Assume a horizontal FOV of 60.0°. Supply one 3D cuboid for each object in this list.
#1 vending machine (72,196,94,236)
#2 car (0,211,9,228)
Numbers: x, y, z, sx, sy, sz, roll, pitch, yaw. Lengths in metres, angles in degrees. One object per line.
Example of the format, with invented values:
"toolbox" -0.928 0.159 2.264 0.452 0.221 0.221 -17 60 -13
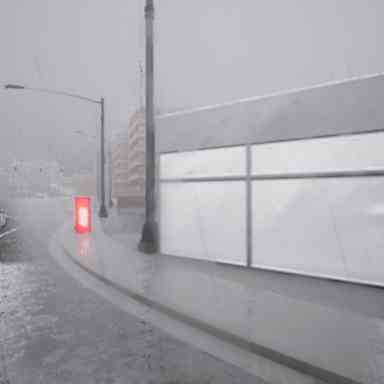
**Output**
"vending machine" -5.986 1.269 18.279 1.100 2.100 0.880 0 0 -18
"car" -12.572 1.631 20.220 1.812 1.442 4.674 0 0 -18
